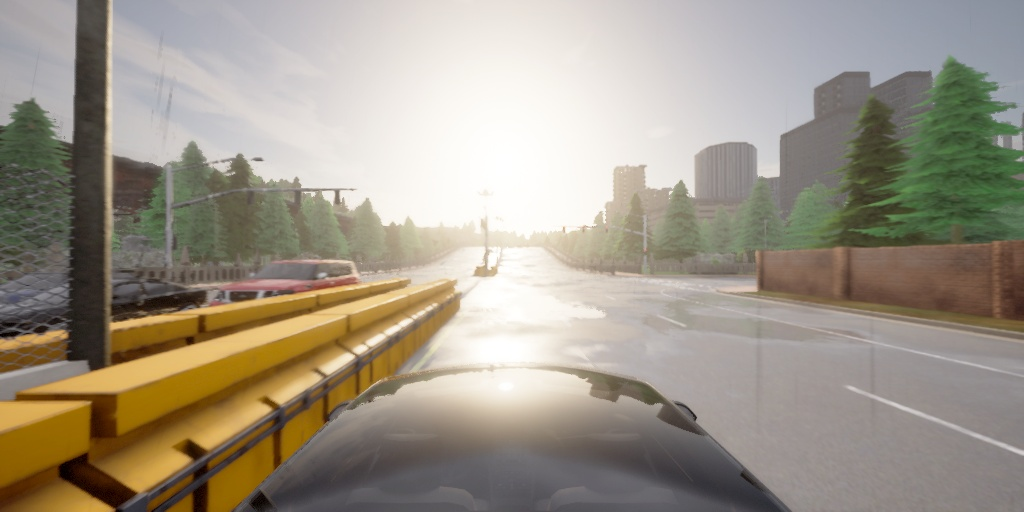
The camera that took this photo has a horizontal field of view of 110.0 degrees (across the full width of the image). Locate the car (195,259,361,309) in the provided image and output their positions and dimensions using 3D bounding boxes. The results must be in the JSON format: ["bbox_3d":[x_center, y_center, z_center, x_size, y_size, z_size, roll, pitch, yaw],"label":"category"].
[{"bbox_3d":[-7.068,1.109,12.102,2.150,2.045,5.566,0,-1,0],"label":"car"}]

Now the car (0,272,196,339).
[{"bbox_3d":[-10.581,1.326,9.291,1.882,1.535,5.008,0,-1,0],"label":"car"}]

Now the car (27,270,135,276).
[{"bbox_3d":[-14.072,1.223,11.125,2.097,1.767,4.553,0,-1,0],"label":"car"}]
